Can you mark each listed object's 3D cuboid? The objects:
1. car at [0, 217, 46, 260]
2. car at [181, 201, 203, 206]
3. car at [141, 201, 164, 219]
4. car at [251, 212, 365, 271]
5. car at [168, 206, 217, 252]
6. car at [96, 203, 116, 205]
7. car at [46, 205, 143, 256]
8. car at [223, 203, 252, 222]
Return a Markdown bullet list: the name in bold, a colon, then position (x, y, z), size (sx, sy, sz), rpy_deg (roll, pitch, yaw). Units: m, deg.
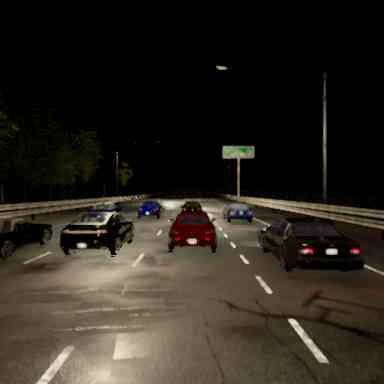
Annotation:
- **car**: position (-6.980, 1.593, 12.378), size (1.895, 1.301, 4.718), rpy_deg (0, 0, 0)
- **car**: position (-0.006, 1.502, 28.654), size (1.812, 1.442, 4.674), rpy_deg (0, 0, 0)
- **car**: position (-3.506, 1.502, 28.677), size (1.812, 1.442, 4.674), rpy_deg (0, 0, 0)
- **car**: position (3.507, 1.541, 10.831), size (2.033, 1.411, 5.357), rpy_deg (0, 0, 0)
- **car**: position (0.031, 1.516, 13.767), size (1.812, 1.442, 4.674), rpy_deg (0, 0, 0)
- **car**: position (-7.016, 1.579, 27.378), size (1.895, 1.301, 4.718), rpy_deg (0, 0, 0)
- **car**: position (-3.474, 1.484, 12.968), size (2.128, 1.511, 4.902), rpy_deg (0, 0, 0)
- **car**: position (3.472, 1.527, 25.850), size (2.033, 1.411, 5.357), rpy_deg (0, 0, 0)
